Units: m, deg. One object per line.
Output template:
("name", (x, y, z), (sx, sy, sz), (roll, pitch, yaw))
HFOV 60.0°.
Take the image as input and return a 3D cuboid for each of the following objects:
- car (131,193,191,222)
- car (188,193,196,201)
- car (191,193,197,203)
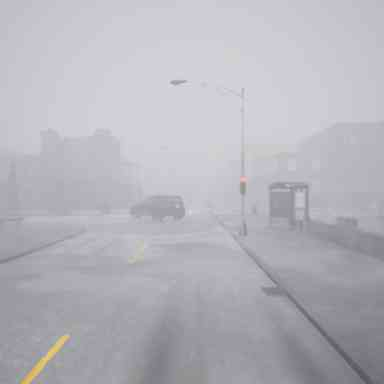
("car", (-2.911, 1.282, 27.618), (2.150, 2.045, 5.566), (2, -1, -41))
("car", (-0.016, 1.246, 85.442), (2.150, 2.045, 5.566), (0, 0, 0))
("car", (-0.014, 1.514, 75.378), (2.097, 1.767, 4.553), (0, 0, 0))
